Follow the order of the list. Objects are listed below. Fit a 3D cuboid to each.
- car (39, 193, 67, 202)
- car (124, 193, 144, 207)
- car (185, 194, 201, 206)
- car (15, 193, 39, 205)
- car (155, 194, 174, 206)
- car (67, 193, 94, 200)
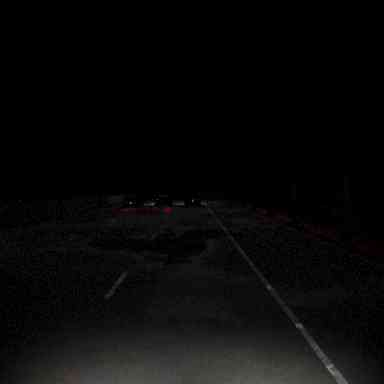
[{"bbox_3d":[-17.587,0.870,43.609,2.128,1.511,4.902,0,1,0],"label":"car"},{"bbox_3d":[-6.900,0.943,39.696,1.837,1.490,4.892,0,1,0],"label":"car"},{"bbox_3d":[0.100,0.979,41.157,1.994,1.385,4.181,0,1,0],"label":"car"},{"bbox_3d":[-21.086,0.876,43.193,2.128,1.511,4.902,0,1,0],"label":"car"},{"bbox_3d":[-3.400,0.944,40.886,1.812,1.442,4.674,0,1,0],"label":"car"},{"bbox_3d":[-14.087,0.887,43.271,1.837,1.490,4.892,0,1,0],"label":"car"}]
